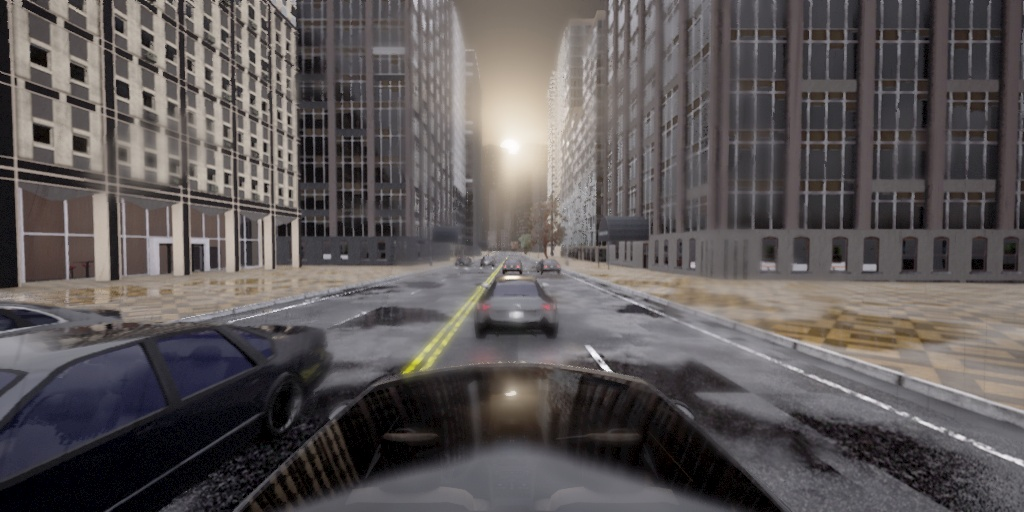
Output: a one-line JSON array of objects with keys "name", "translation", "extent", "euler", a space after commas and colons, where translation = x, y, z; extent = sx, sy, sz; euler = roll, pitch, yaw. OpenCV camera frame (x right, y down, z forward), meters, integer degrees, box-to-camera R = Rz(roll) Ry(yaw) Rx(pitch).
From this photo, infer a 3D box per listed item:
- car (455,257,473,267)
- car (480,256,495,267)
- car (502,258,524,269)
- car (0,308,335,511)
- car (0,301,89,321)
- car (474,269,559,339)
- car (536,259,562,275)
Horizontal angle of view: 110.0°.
[{"name": "car", "translation": [-6.495, 0.789, 48.697], "extent": [1.994, 1.385, 4.181], "euler": [0, 1, 0]}, {"name": "car", "translation": [-3.245, 0.708, 48.636], "extent": [2.128, 1.511, 4.902], "euler": [0, 1, 0]}, {"name": "car", "translation": [0.083, 0.935, 33.748], "extent": [2.033, 1.411, 5.357], "euler": [0, 1, 2]}, {"name": "car", "translation": [-3.350, 1.288, 2.578], "extent": [2.033, 1.411, 5.357], "euler": [0, 1, 0]}, {"name": "car", "translation": [-6.599, 1.224, 3.272], "extent": [2.128, 1.511, 4.902], "euler": [0, 1, 0]}, {"name": "car", "translation": [0.101, 1.225, 9.781], "extent": [1.994, 1.385, 4.181], "euler": [0, 1, 0]}, {"name": "car", "translation": [3.374, 0.940, 33.396], "extent": [2.033, 1.411, 5.357], "euler": [0, 1, -2]}]
